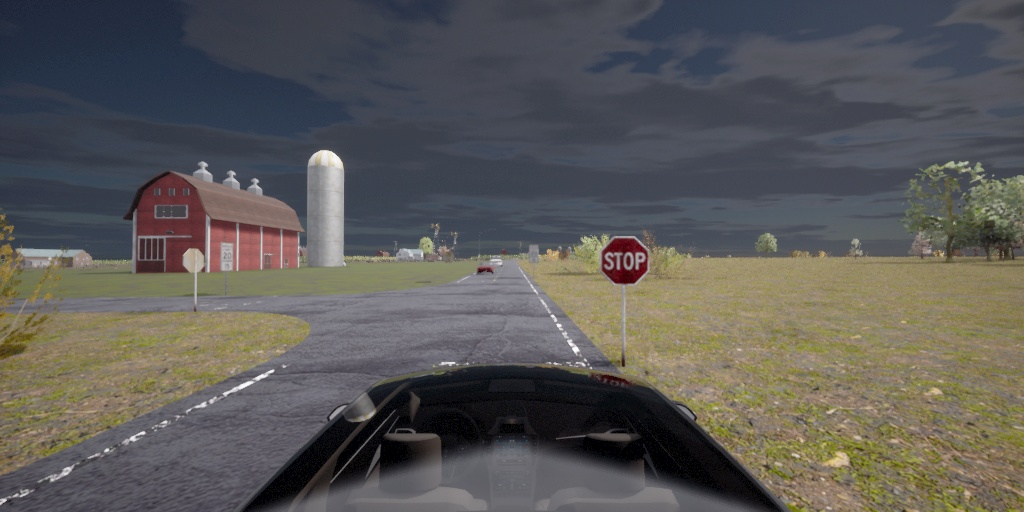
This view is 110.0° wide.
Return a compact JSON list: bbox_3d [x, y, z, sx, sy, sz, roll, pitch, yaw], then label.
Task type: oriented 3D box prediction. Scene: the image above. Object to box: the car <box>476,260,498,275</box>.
[{"bbox_3d":[-2.844,1.368,39.639,1.895,1.301,4.718,0,0,0],"label":"car"}]
